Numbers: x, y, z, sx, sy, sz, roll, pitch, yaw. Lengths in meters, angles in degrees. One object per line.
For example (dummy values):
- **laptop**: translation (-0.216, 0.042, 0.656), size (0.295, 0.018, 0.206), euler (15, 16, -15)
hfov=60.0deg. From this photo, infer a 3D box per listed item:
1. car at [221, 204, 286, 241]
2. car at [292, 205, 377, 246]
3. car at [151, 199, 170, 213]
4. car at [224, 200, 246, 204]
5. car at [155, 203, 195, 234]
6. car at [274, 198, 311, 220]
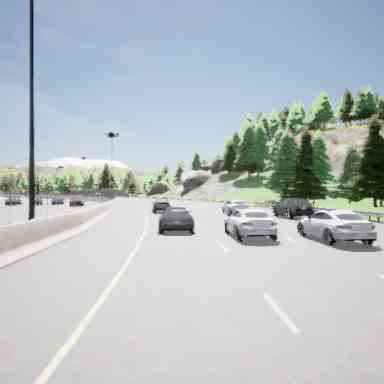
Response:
- **car**: translation (2.813, 1.518, 16.466), size (1.812, 1.442, 4.674), euler (0, 0, -5)
- **car**: translation (6.433, 1.513, 15.148), size (1.812, 1.442, 4.674), euler (0, 0, -4)
- **car**: translation (-3.462, 1.486, 36.882), size (2.128, 1.511, 4.902), euler (0, 0, -11)
- **car**: translation (4.302, 1.511, 33.133), size (1.812, 1.442, 4.674), euler (0, 0, -9)
- **car**: translation (-0.970, 1.560, 19.458), size (1.994, 1.385, 4.181), euler (0, 0, -5)
- **car**: translation (8.528, 1.333, 28.388), size (2.097, 1.767, 4.553), euler (0, 0, -8)
